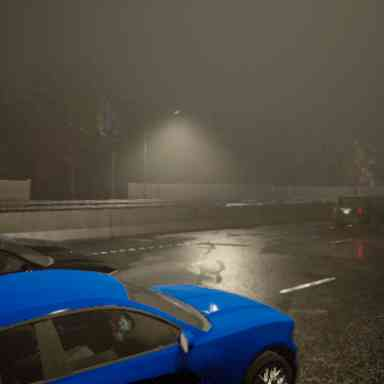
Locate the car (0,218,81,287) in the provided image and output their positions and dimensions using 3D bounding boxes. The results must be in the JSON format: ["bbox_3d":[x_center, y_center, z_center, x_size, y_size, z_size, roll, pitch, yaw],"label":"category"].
[{"bbox_3d":[-5.771,1.548,8.229,5.357,1.411,2.033,0,0,-35],"label":"car"}]

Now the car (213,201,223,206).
[{"bbox_3d":[4.933,1.470,41.881,5.008,1.535,1.882,0,0,-35],"label":"car"}]

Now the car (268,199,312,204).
[{"bbox_3d":[10.240,1.484,32.778,4.902,1.511,2.128,0,0,-35],"label":"car"}]

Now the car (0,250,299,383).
[{"bbox_3d":[-1.122,1.477,2.943,5.008,1.535,1.882,0,0,-35],"label":"car"}]

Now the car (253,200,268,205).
[{"bbox_3d":[9.131,1.556,36.279,4.181,1.385,1.994,0,0,-35],"label":"car"}]

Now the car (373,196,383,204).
[{"bbox_3d":[37.942,1.520,65.313,4.902,1.511,2.128,0,0,-35],"label":"car"}]

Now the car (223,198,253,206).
[{"bbox_3d":[6.253,1.593,38.530,4.718,1.301,1.895,0,0,-35],"label":"car"}]

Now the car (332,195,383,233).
[{"bbox_3d":[10.734,1.211,19.995,5.566,2.045,2.150,0,0,-35],"label":"car"}]

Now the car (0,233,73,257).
[{"bbox_3d":[-3.636,1.478,5.447,5.008,1.535,1.882,0,0,-36],"label":"car"}]
